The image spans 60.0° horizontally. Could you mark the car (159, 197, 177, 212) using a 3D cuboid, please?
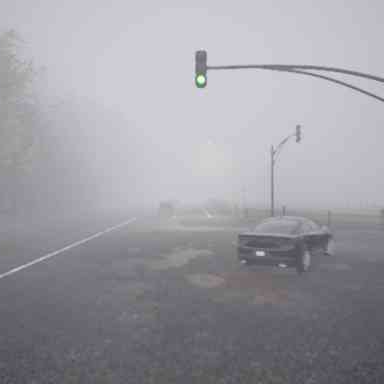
[{"bbox_3d":[-3.354,1.801,44.322,1.837,1.490,4.892,0,-1,0],"label":"car"}]

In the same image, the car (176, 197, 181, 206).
[{"bbox_3d":[-3.374,1.793,66.247,2.097,1.767,4.553,0,0,0],"label":"car"}]

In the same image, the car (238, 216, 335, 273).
[{"bbox_3d":[3.324,1.555,11.208,1.882,1.535,5.008,-2,-1,35],"label":"car"}]
